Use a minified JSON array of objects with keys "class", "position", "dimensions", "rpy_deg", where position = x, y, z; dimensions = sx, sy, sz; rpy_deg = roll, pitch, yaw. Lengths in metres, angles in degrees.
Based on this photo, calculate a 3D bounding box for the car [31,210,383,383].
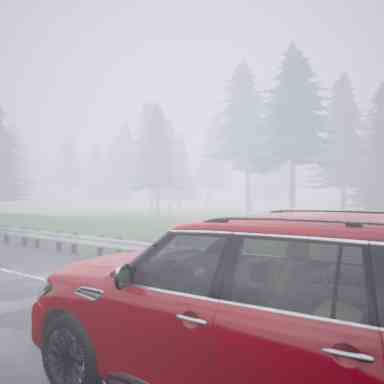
[{"class":"car","position":[0.674,1.215,3.432],"dimensions":[5.566,2.045,2.150],"rpy_deg":[0,0,35]}]
